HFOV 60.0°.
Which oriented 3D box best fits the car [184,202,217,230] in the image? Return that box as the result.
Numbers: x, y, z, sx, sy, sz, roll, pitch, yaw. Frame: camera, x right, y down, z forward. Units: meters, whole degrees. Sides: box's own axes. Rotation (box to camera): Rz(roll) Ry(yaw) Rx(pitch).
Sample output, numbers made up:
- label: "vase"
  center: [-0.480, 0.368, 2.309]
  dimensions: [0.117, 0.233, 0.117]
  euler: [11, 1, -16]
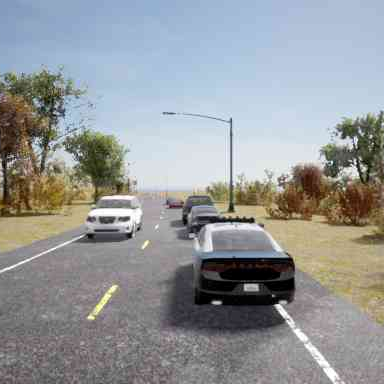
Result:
- label: "car"
  center: [0.668, 1.500, 18.194]
  dimensions: [1.837, 1.490, 4.892]
  euler: [0, 0, -2]

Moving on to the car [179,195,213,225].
- label: "car"
  center: [0.389, 1.213, 24.252]
  dimensions: [2.150, 2.045, 5.566]
  euler: [0, 0, -3]

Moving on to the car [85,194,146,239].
- label: "car"
  center: [-3.907, 1.216, 17.522]
  dimensions: [2.150, 2.045, 5.566]
  euler: [0, 0, -2]

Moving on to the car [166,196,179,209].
- label: "car"
  center: [-2.163, 1.543, 45.509]
  dimensions: [1.994, 1.385, 4.181]
  euler: [0, 0, -4]

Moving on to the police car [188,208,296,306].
- label: "police car"
  center: [0.961, 1.424, 8.253]
  dimensions: [1.930, 1.638, 5.238]
  euler: [0, 0, -1]
